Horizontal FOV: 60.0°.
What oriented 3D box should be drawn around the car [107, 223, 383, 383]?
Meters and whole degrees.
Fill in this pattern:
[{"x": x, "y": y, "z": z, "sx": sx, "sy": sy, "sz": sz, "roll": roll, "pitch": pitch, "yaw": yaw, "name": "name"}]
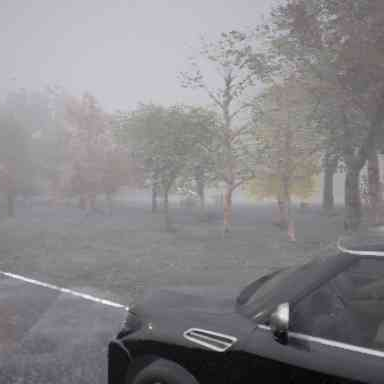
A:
[{"x": 1.842, "y": 1.219, "z": 2.377, "sx": 5.566, "sy": 2.045, "sz": 2.150, "roll": 0, "pitch": 0, "yaw": 36, "name": "car"}]
